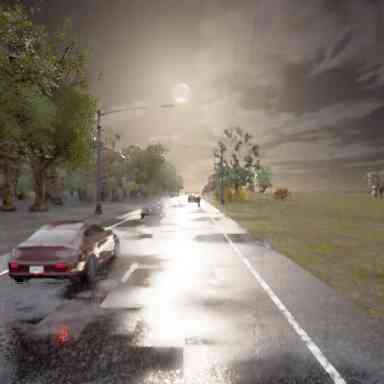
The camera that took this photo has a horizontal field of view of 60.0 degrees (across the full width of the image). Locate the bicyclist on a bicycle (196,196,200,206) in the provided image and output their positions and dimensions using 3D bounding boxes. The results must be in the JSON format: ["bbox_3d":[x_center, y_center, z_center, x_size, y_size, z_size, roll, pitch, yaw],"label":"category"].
[{"bbox_3d":[0.971,1.496,55.029,0.582,1.620,1.656,0,0,0],"label":"bicyclist on a bicycle"}]

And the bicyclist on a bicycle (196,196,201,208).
[{"bbox_3d":[0.971,1.407,46.312,0.659,1.776,1.843,0,0,0],"label":"bicyclist on a bicycle"}]

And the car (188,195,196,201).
[{"bbox_3d":[0.015,1.507,87.102,2.033,1.411,5.357,0,0,0],"label":"car"}]

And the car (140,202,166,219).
[{"bbox_3d":[-3.398,1.571,29.737,2.033,1.411,5.357,0,0,0],"label":"car"}]

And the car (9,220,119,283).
[{"bbox_3d":[-3.400,1.533,9.580,1.812,1.442,4.674,0,0,0],"label":"car"}]

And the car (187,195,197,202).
[{"bbox_3d":[0.015,1.413,74.890,2.097,1.767,4.553,0,0,0],"label":"car"}]
